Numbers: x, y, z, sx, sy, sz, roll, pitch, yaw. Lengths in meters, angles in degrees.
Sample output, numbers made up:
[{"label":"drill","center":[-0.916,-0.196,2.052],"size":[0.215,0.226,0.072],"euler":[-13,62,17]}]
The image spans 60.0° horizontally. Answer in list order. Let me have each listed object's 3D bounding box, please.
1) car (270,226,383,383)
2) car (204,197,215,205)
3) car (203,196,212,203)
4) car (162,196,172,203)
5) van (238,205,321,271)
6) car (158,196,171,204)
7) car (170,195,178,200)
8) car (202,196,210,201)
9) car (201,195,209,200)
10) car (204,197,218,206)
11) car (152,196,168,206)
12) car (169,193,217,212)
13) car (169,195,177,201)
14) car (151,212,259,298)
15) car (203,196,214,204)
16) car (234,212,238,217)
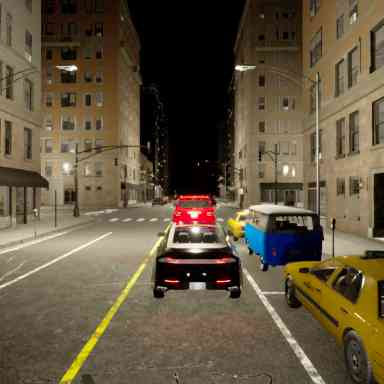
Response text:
[{"label":"car","center":[2.680,1.526,5.041],"size":[1.752,1.417,4.829],"euler":[1,0,0]},{"label":"car","center":[3.116,1.549,59.412],"size":[1.887,1.381,4.507],"euler":[1,0,1]},{"label":"car","center":[3.268,1.547,70.472],"size":[1.887,1.381,4.507],"euler":[1,0,1]},{"label":"car","center":[-5.257,1.548,70.581],"size":[1.887,1.381,4.507],"euler":[1,0,1]},{"label":"van","center":[2.687,1.343,10.545],"size":[1.690,1.788,3.998],"euler":[1,0,0]},{"label":"car","center":[-5.333,1.555,65.052],"size":[2.008,1.369,4.403],"euler":[1,0,1]},{"label":"car","center":[-4.954,1.564,92.696],"size":[1.947,1.339,4.313],"euler":[1,0,1]},{"label":"car","center":[3.419,1.566,81.533],"size":[1.947,1.339,4.313],"euler":[1,0,1]},{"label":"car","center":[3.571,1.548,92.593],"size":[2.008,1.369,4.403],"euler":[1,0,1]},{"label":"car","center":[3.040,1.570,53.882],"size":[1.947,1.339,4.313],"euler":[1,0,1]},{"label":"car","center":[-5.485,1.587,53.995],"size":[1.802,1.307,4.206],"euler":[1,0,1]},{"label":"car","center":[0.117,1.225,18.660],"size":[2.150,2.045,5.566],"euler":[0,0,0]},{"label":"car","center":[-5.032,1.525,86.997],"size":[1.752,1.417,4.829],"euler":[1,0,1]},{"label":"car","center":[0.106,1.493,8.474],"size":[2.128,1.511,4.902],"euler":[0,0,0]},{"label":"car","center":[3.192,1.554,64.942],"size":[2.008,1.369,4.403],"euler":[1,0,1]},{"label":"car","center":[2.691,1.528,16.388],"size":[1.752,1.417,4.829],"euler":[1,0,0]}]
